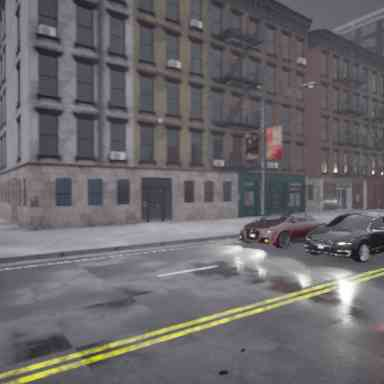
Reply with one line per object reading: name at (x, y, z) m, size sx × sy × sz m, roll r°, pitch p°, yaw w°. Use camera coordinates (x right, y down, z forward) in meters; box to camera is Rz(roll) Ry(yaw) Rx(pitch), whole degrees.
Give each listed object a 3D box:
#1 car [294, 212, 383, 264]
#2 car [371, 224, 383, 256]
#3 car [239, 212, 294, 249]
car at (6.086, 1.510, 12.022) m, size 4.892 × 1.490 × 1.837 m, roll 0°, pitch 0°, yaw -35°
car at (6.483, 1.530, 8.067) m, size 4.674 × 1.442 × 1.812 m, roll 0°, pitch 0°, yaw -36°
car at (4.067, 1.569, 14.574) m, size 4.181 × 1.385 × 1.994 m, roll 0°, pitch 0°, yaw -36°
